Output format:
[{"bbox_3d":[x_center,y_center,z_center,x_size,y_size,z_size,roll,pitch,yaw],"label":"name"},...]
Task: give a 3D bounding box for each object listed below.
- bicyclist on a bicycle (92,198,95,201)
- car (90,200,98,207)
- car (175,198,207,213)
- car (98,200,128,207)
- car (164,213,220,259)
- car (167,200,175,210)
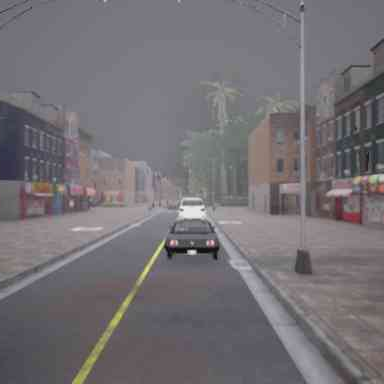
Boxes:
[{"bbox_3d":[-20.093,2.074,67.660,0.582,1.620,1.656,0,0,0],"label":"bicyclist on a bicycle"},{"bbox_3d":[-20.017,2.019,62.014,5.009,1.841,2.192,0,-1,0],"label":"car"},{"bbox_3d":[0.029,1.508,27.591,2.150,2.045,5.566,0,0,0],"label":"car"},{"bbox_3d":[-14.395,2.215,62.014,4.829,1.417,1.752,0,-1,0],"label":"car"},{"bbox_3d":[0.024,1.737,13.257,1.895,1.301,4.718,0,-1,0],"label":"car"},{"bbox_3d":[-2.729,2.061,52.561,1.837,1.490,4.892,0,-1,0],"label":"car"}]
